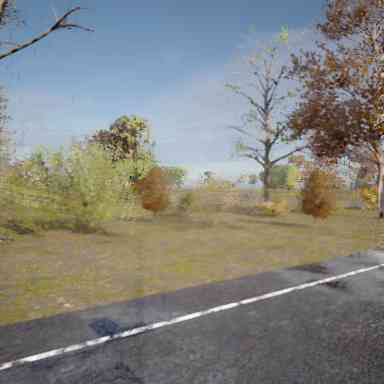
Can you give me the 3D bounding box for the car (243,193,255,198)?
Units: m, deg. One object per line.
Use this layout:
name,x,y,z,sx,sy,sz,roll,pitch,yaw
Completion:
car,11.786,0.919,70.462,1.837,1.490,4.892,-1,1,-35
